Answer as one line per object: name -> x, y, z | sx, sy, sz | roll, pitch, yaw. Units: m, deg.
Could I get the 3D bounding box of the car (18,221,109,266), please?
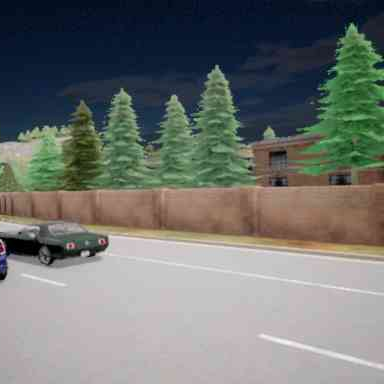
car -> -5.240, 1.725, 12.050 | 4.718, 1.301, 1.895 | -1, 0, 36

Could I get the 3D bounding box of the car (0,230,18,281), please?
car -> -6.931, 1.473, 8.958 | 4.553, 1.767, 2.097 | -1, 0, 36
